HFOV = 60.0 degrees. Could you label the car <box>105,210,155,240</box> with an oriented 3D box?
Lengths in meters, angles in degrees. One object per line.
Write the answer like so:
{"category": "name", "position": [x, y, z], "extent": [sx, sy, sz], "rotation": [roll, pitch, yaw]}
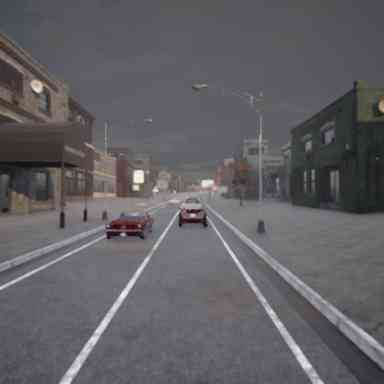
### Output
{"category": "car", "position": [-3.133, 1.655, 17.410], "extent": [1.895, 1.301, 4.718], "rotation": [0, 0, 0]}

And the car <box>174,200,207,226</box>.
{"category": "car", "position": [0.052, 1.575, 24.190], "extent": [2.163, 1.488, 4.792], "rotation": [0, 0, 0]}

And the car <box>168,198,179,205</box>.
{"category": "car", "position": [-3.158, 1.661, 59.516], "extent": [1.895, 1.301, 4.718], "rotation": [0, 0, 1]}

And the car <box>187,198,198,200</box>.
{"category": "car", "position": [0.014, 1.506, 42.115], "extent": [2.033, 1.649, 4.856], "rotation": [0, 0, 0]}
